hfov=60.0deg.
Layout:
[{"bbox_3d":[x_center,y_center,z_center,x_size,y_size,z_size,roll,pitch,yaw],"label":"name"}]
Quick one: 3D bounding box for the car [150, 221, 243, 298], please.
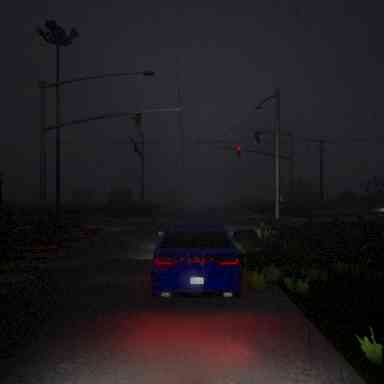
[{"bbox_3d":[0.101,1.478,8.582,1.882,1.535,5.008,0,0,0],"label":"car"}]
